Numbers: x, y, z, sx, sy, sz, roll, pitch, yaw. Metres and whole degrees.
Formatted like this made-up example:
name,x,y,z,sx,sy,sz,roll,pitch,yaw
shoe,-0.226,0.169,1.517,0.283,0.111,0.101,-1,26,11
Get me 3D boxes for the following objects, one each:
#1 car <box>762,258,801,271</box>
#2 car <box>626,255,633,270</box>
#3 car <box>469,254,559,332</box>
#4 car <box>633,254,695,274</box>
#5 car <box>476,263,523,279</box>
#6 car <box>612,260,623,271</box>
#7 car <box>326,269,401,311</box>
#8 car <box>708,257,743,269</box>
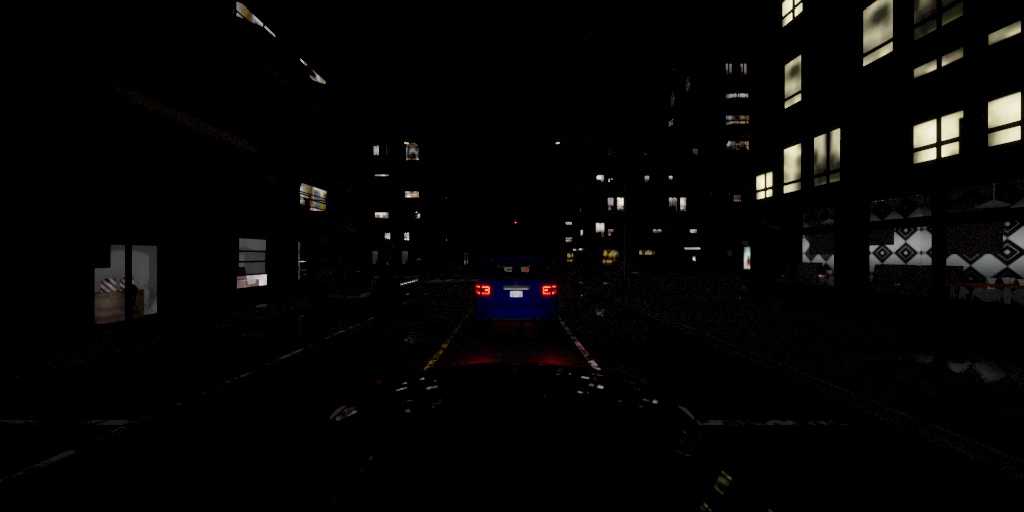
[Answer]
name,x,y,z,sx,sy,sz,roll,pitch,yaw
car,25.815,0.822,34.451,4.313,1.339,1.948,0,0,0
car,15.623,0.913,40.155,5.008,1.535,1.882,-1,0,0
car,0.101,0.971,10.979,2.150,2.045,5.566,0,0,0
car,14.721,0.778,34.358,5.009,1.841,2.192,0,0,0
car,-1.123,1.356,34.581,1.895,1.301,4.718,-1,0,37
car,14.589,0.764,42.737,5.009,1.841,2.192,0,0,0
car,-5.736,1.332,14.384,1.802,1.307,4.207,0,0,0
car,25.681,0.824,42.831,4.207,1.307,1.802,0,0,0
